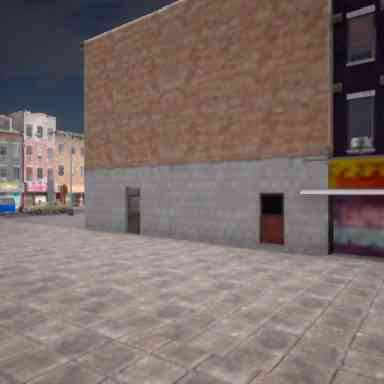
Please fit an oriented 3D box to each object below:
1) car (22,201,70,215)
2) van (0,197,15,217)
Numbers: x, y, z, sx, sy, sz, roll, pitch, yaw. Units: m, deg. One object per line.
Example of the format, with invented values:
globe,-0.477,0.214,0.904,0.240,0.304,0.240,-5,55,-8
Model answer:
car,-14.465,1.517,33.451,1.752,1.417,4.829,0,0,36
van,-17.632,1.336,29.025,1.690,1.788,3.998,0,0,36
